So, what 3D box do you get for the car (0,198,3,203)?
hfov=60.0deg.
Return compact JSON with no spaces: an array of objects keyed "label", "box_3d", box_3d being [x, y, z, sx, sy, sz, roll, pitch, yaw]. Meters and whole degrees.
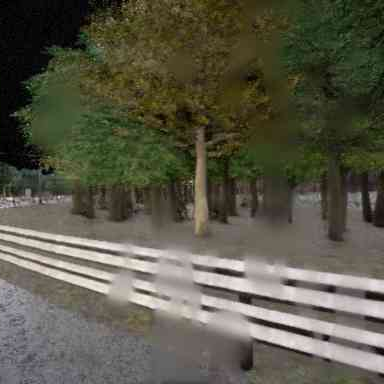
[{"label":"car","box_3d":[-41.316,2.028,71.280,1.837,1.490,4.892,-1,0,-9]}]
